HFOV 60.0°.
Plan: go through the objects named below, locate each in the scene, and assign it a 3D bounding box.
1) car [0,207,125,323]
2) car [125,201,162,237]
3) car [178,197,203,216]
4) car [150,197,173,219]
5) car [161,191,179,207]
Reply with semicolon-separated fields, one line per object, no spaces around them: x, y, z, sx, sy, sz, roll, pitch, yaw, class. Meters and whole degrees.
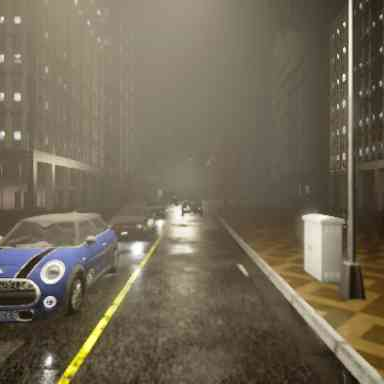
-3.083;1.308;7.385;2.097;1.767;4.553;0;0;0;car
-3.018;1.444;17.648;2.033;1.411;5.357;0;0;0;car
0.003;1.427;29.751;1.895;1.301;4.718;0;0;0;car
-3.007;1.384;27.958;2.033;1.411;5.357;0;0;0;car
-3.012;0.945;46.461;2.150;2.045;5.566;0;0;0;car
